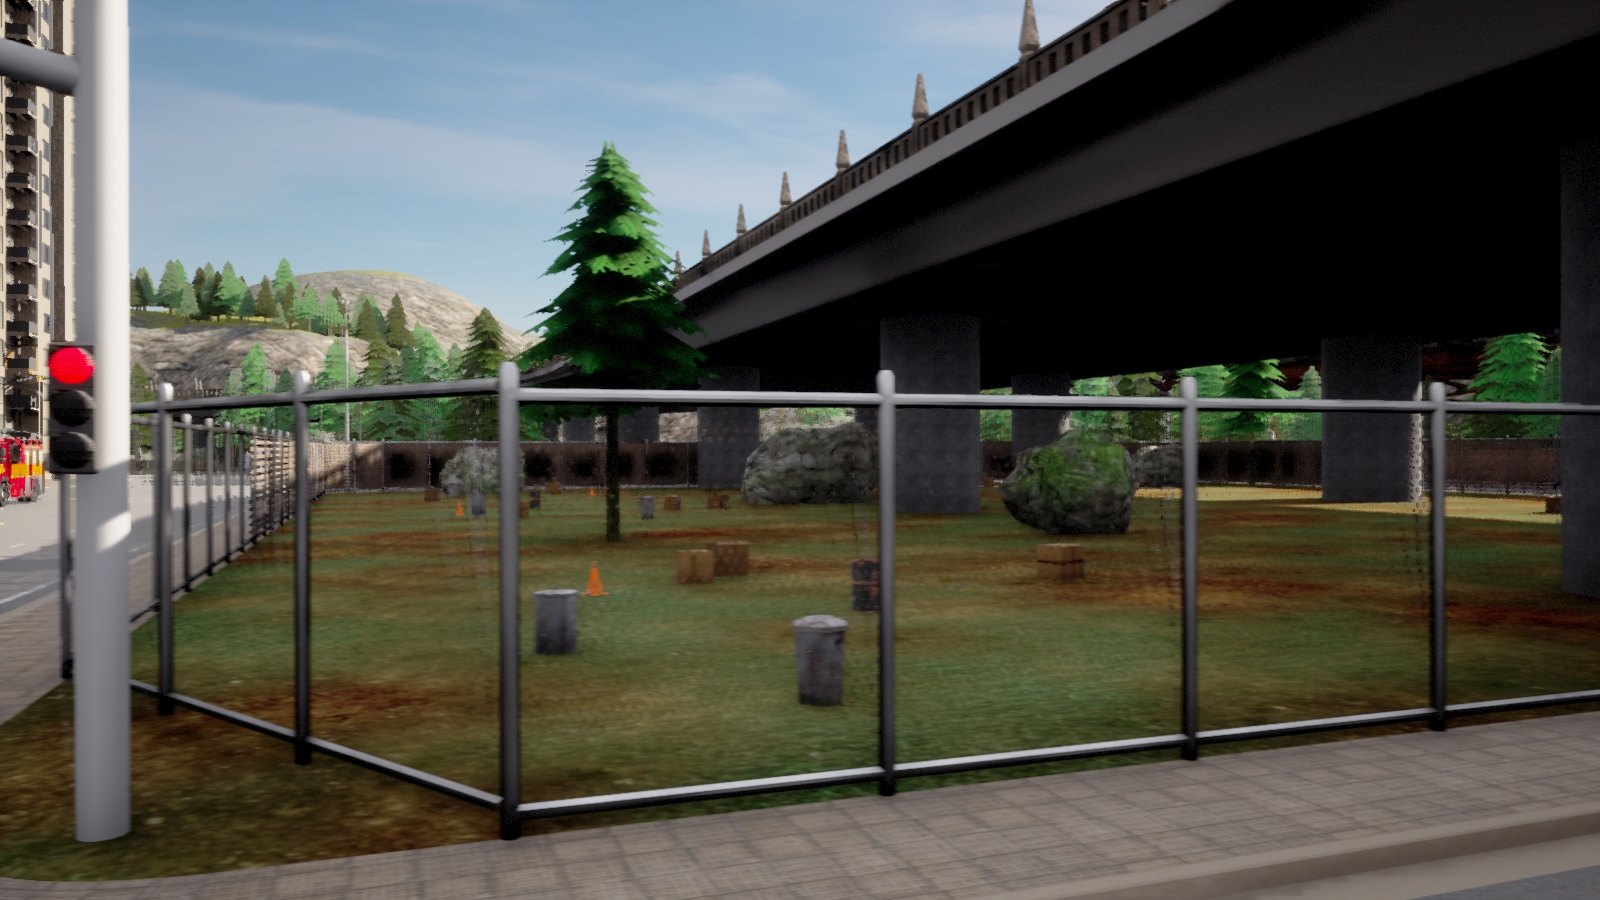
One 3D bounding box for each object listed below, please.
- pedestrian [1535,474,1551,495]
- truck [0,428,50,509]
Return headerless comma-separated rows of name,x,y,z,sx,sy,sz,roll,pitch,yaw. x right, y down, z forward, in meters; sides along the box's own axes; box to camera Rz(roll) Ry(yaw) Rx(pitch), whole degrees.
pedestrian,39.845,1.845,61.266,0.500,1.100,0.500,0,0,-21
truck,-40.474,0.870,57.338,2.891,3.827,8.468,0,0,-20
